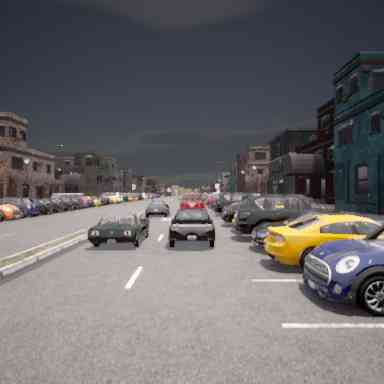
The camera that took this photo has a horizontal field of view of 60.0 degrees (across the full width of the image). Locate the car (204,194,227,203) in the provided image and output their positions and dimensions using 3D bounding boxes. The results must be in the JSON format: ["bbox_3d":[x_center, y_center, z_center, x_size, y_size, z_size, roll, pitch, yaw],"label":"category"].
[{"bbox_3d":[4.678,1.266,68.057,4.553,1.767,2.185,0,0,0],"label":"car"}]

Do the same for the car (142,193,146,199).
[{"bbox_3d":[-15.544,1.246,85.961,5.566,2.045,2.435,0,0,0],"label":"car"}]

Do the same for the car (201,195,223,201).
[{"bbox_3d":[4.704,1.435,79.172,5.008,1.535,2.097,0,0,0],"label":"car"}]

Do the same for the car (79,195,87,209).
[{"bbox_3d":[-15.472,1.371,39.086,4.892,1.521,2.231,0,0,0],"label":"car"}]

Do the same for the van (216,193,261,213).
[{"bbox_3d":[4.827,1.139,34.707,4.442,1.987,1.878,0,0,0],"label":"van"}]

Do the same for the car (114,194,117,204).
[{"bbox_3d":[-15.494,1.421,55.629,4.674,1.452,2.002,0,0,0],"label":"car"}]

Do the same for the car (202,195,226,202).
[{"bbox_3d":[4.716,1.402,70.835,4.892,1.521,2.231,0,0,0],"label":"car"}]

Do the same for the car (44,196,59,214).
[{"bbox_3d":[-15.466,1.380,30.815,4.892,1.521,2.231,0,0,0],"label":"car"}]

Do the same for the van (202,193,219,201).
[{"bbox_3d":[4.826,1.245,87.511,4.442,1.987,1.878,0,0,0],"label":"van"}]

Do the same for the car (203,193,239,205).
[{"bbox_3d":[4.681,1.108,54.160,5.566,2.045,2.435,0,0,0],"label":"car"}]

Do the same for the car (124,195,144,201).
[{"bbox_3d":[-15.512,1.510,88.842,5.008,1.535,2.097,0,0,0],"label":"car"}]

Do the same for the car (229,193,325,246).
[{"bbox_3d":[4.739,1.172,15.253,5.566,2.045,2.435,0,0,0],"label":"car"}]

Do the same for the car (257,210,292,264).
[{"bbox_3d":[4.704,1.446,9.821,5.008,1.535,2.097,0,0,0],"label":"car"}]

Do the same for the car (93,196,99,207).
[{"bbox_3d":[-15.480,1.409,44.600,4.674,1.452,2.002,0,0,0],"label":"car"}]

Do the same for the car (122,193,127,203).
[{"bbox_3d":[-15.524,1.143,61.143,5.566,2.045,2.435,0,0,0],"label":"car"}]

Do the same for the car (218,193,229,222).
[{"bbox_3d":[4.681,1.150,20.937,5.566,2.045,2.435,0,0,0],"label":"car"}]

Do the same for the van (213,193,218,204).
[{"bbox_3d":[4.593,1.143,31.930,4.442,1.987,1.878,0,0,0],"label":"van"}]

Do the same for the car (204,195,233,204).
[{"bbox_3d":[4.704,1.370,59.718,4.892,1.521,2.231,0,0,0],"label":"car"}]

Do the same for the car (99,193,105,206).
[{"bbox_3d":[-15.670,1.368,47.358,5.366,1.575,1.946,0,0,0],"label":"car"}]

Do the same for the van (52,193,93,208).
[{"bbox_3d":[-15.363,1.143,41.967,4.442,1.987,1.878,0,0,0],"label":"van"}]

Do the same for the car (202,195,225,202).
[{"bbox_3d":[4.705,1.412,73.611,5.008,1.535,2.097,0,0,0],"label":"car"}]

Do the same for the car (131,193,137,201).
[{"bbox_3d":[-15.319,1.430,72.172,5.366,1.575,1.946,0,0,0],"label":"car"}]

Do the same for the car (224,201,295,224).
[{"bbox_3d":[4.707,1.432,23.657,4.674,1.452,2.002,0,0,0],"label":"car"}]

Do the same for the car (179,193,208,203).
[{"bbox_3d":[0.000,1.154,29.678,2.150,2.045,5.566,0,0,0],"label":"car"}]

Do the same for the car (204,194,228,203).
[{"bbox_3d":[4.678,1.258,65.277,4.553,1.767,2.185,0,0,0],"label":"car"}]

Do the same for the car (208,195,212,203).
[{"bbox_3d":[4.680,1.387,40.266,4.792,1.488,2.163,0,0,0],"label":"car"}]

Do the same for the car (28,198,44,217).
[{"bbox_3d":[-15.438,1.258,28.059,4.553,1.767,2.185,0,0,0],"label":"car"}]

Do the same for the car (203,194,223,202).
[{"bbox_3d":[4.741,1.298,76.393,4.553,1.767,2.185,0,0,0],"label":"car"}]

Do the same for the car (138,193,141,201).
[{"bbox_3d":[-15.516,1.470,80.444,5.008,1.535,2.097,0,0,0],"label":"car"}]

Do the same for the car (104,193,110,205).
[{"bbox_3d":[-15.481,1.374,50.114,4.892,1.521,2.231,0,0,0],"label":"car"}]

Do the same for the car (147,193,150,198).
[{"bbox_3d":[-15.550,1.282,94.235,5.566,2.045,2.435,0,0,0],"label":"car"}]

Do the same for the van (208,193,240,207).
[{"bbox_3d":[4.593,1.130,48.603,4.442,1.987,1.878,0,0,0],"label":"van"}]

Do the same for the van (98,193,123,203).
[{"bbox_3d":[-15.614,1.177,63.901,4.442,1.987,1.878,0,0,0],"label":"van"}]

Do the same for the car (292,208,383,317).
[{"bbox_3d":[4.741,1.332,6.917,4.553,1.767,2.185,0,0,0],"label":"car"}]

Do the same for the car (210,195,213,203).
[{"bbox_3d":[4.707,1.400,37.612,4.674,1.452,2.002,0,0,0],"label":"car"}]

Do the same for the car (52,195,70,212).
[{"bbox_3d":[-15.468,1.375,33.573,4.892,1.521,2.231,0,0,0],"label":"car"}]

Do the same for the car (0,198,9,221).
[{"bbox_3d":[-15.496,1.271,22.544,4.553,1.767,2.185,0,0,0],"label":"car"}]

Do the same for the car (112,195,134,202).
[{"bbox_3d":[-15.504,1.484,74.929,4.674,1.452,2.002,0,0,0],"label":"car"}]

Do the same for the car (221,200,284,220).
[{"bbox_3d":[4.707,1.423,26.371,4.674,1.452,2.002,0,0,0],"label":"car"}]

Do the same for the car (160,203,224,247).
[{"bbox_3d":[0.000,1.442,14.646,2.128,1.511,4.902,0,0,0],"label":"car"}]

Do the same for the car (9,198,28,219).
[{"bbox_3d":[-15.499,1.264,25.301,4.553,1.767,2.185,0,0,0],"label":"car"}]

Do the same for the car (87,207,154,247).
[{"bbox_3d":[-3.000,1.563,14.677,1.895,1.301,4.718,0,0,0],"label":"car"}]

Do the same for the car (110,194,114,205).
[{"bbox_3d":[-15.518,1.406,52.872,4.792,1.488,2.163,0,0,0],"label":"car"}]

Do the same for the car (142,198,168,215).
[{"bbox_3d":[-3.000,1.468,29.648,1.994,1.385,4.181,0,0,0],"label":"car"}]

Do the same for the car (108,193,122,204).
[{"bbox_3d":[-15.499,1.387,58.387,5.008,1.535,2.097,0,0,0],"label":"car"}]

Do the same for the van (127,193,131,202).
[{"bbox_3d":[-15.619,1.195,69.414,4.442,1.987,1.878,0,0,0],"label":"van"}]

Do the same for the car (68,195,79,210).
[{"bbox_3d":[-15.470,1.373,36.330,4.892,1.521,2.231,0,0,0],"label":"car"}]
